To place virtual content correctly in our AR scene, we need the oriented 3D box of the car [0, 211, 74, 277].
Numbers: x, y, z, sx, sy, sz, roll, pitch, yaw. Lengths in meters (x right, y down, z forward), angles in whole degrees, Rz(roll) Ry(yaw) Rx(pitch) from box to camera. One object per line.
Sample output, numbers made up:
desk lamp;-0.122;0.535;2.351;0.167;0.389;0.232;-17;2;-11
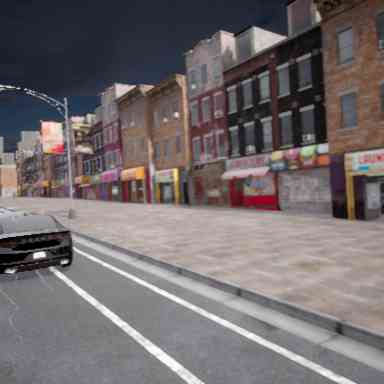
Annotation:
car;-5.008;1.299;9.738;1.882;1.535;5.008;-4;3;-36
